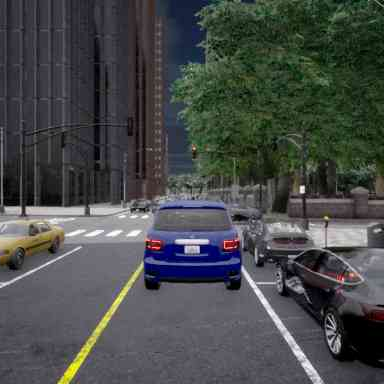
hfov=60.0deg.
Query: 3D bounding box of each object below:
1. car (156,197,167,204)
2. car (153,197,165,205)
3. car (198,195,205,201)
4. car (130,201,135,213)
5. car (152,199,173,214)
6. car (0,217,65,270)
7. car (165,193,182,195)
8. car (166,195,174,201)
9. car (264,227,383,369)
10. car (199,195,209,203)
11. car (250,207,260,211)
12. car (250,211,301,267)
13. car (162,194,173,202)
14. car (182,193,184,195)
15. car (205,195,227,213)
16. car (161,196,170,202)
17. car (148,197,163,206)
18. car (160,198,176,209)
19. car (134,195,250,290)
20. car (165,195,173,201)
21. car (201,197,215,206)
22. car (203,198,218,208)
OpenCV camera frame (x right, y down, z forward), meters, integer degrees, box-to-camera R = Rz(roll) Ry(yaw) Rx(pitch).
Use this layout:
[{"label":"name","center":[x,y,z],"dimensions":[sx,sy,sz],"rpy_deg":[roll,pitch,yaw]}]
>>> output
[{"label":"car","center":[-5.933,1.627,65.156],"dimensions":[1.802,1.307,4.206],"rpy_deg":[0,0,0]},{"label":"car","center":[-5.918,1.620,59.699],"dimensions":[1.802,1.307,4.206],"rpy_deg":[0,0,0]},{"label":"car","center":[2.535,1.598,87.181],"dimensions":[1.752,1.417,4.829],"rpy_deg":[0,0,0]},{"label":"car","center":[-5.861,1.579,37.872],"dimensions":[1.947,1.339,4.313],"rpy_deg":[0,0,0]},{"label":"car","center":[-3.234,1.538,36.779],"dimensions":[1.812,1.442,4.674],"rpy_deg":[0,0,1]},{"label":"car","center":[-5.790,1.526,11.037],"dimensions":[1.752,1.417,4.829],"rpy_deg":[0,0,0]},{"label":"car","center":[-3.230,1.386,55.666],"dimensions":[2.097,1.767,4.553],"rpy_deg":[0,0,0]},{"label":"car","center":[-6.004,1.626,92.442],"dimensions":[1.887,1.381,4.507],"rpy_deg":[0,0,0]},{"label":"car","center":[2.749,1.566,5.725],"dimensions":[1.947,1.339,4.313],"rpy_deg":[0,0,0]},{"label":"car","center":[2.578,1.491,70.642],"dimensions":[1.967,1.590,4.097],"rpy_deg":[0,0,0]},{"label":"car","center":[2.624,1.571,23.960],"dimensions":[4.902,1.511,2.128],"rpy_deg":[1,-1,-18]},{"label":"car","center":[2.734,1.551,11.238],"dimensions":[2.008,1.369,4.403],"rpy_deg":[0,0,0]},{"label":"car","center":[-5.976,1.380,81.528],"dimensions":[2.192,1.841,5.009],"rpy_deg":[0,0,0]},{"label":"car","center":[-3.190,1.539,68.426],"dimensions":[2.128,1.511,4.902],"rpy_deg":[0,0,0]},{"label":"car","center":[2.664,1.328,37.903],"dimensions":[2.192,1.841,5.009],"rpy_deg":[0,0,0]},{"label":"car","center":[-5.961,1.640,76.071],"dimensions":[1.802,1.307,4.206],"rpy_deg":[0,0,0]},{"label":"car","center":[-5.904,1.582,54.242],"dimensions":[2.008,1.369,4.403],"rpy_deg":[0,0,0]},{"label":"car","center":[-3.218,1.548,45.930],"dimensions":[1.812,1.442,4.674],"rpy_deg":[0,0,0]},{"label":"car","center":[0.050,1.222,9.218],"dimensions":[2.150,2.045,5.566],"rpy_deg":[0,0,1]},{"label":"car","center":[-5.990,1.617,86.984],"dimensions":[1.887,1.381,4.507],"rpy_deg":[0,0,0]},{"label":"car","center":[2.621,1.583,54.272],"dimensions":[2.008,1.369,4.403],"rpy_deg":[0,0,0]},{"label":"car","center":[2.635,1.591,48.816],"dimensions":[1.947,1.339,4.313],"rpy_deg":[0,0,0]}]
